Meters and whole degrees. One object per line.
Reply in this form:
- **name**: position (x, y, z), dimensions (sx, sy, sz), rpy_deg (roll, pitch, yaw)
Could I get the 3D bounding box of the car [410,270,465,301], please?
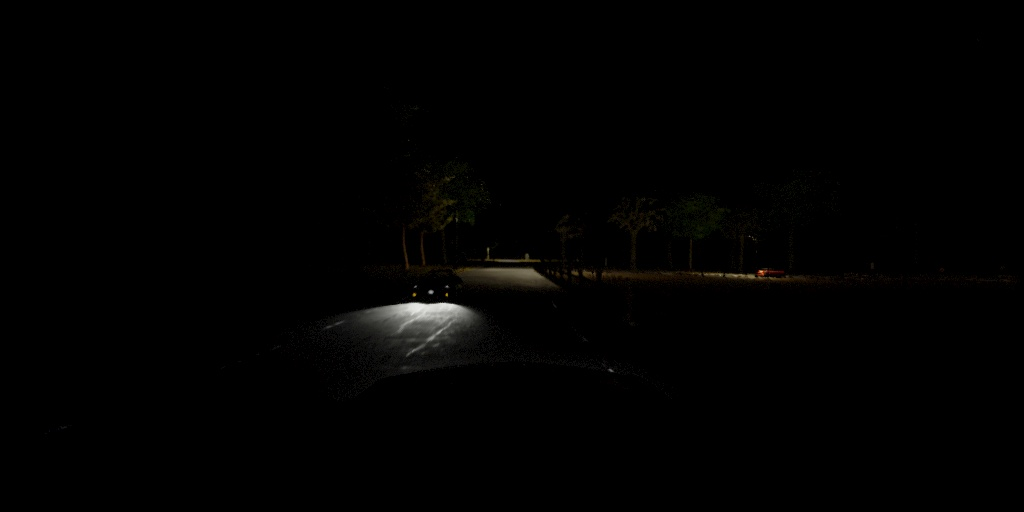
- **car**: position (-3.527, 1.382, 17.590), dimensions (1.994, 1.385, 4.181), rpy_deg (0, 0, 1)
